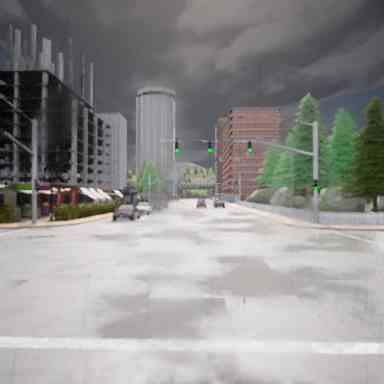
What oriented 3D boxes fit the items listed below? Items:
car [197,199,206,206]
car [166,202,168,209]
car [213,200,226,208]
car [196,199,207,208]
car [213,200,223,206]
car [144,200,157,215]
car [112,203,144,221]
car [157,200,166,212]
[{"bbox_3d":[2.053,2.247,72.611,1.837,1.490,4.892,0,-1,1],"label":"car"},{"bbox_3d":[-5.352,2.320,59.642,1.994,1.385,4.181,0,-1,2],"label":"car"},{"bbox_3d":[5.322,2.332,63.653,1.812,1.442,4.674,0,-1,1],"label":"car"},{"bbox_3d":[1.815,2.405,63.424,1.895,1.301,4.718,0,-1,1],"label":"car"},{"bbox_3d":[5.552,2.341,72.549,1.895,1.301,4.718,0,-1,1],"label":"car"},{"bbox_3d":[-5.873,2.043,40.716,1.812,1.442,4.674,0,-1,2],"label":"car"},{"bbox_3d":[-6.127,1.928,31.627,1.812,1.442,4.674,0,-1,2],"label":"car"},{"bbox_3d":[-5.634,1.983,49.723,2.097,1.767,4.553,0,-1,2],"label":"car"}]
